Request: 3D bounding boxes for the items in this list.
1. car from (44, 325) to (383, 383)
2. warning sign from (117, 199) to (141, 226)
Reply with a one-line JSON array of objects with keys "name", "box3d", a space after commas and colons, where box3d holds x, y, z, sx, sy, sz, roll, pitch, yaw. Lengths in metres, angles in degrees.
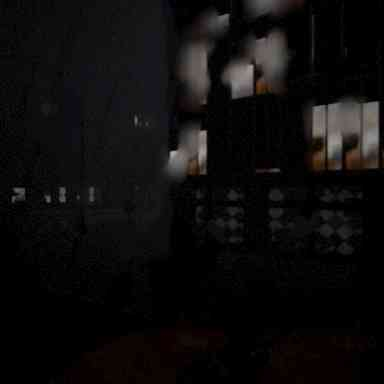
[{"name": "car", "box3d": [0.893, 1.525, 2.083, 4.829, 1.417, 1.752, 0, 0, 36]}, {"name": "warning sign", "box3d": [-4.518, 1.443, 23.997, 1.300, 1.860, 1.060, 1, 1, 33]}]
